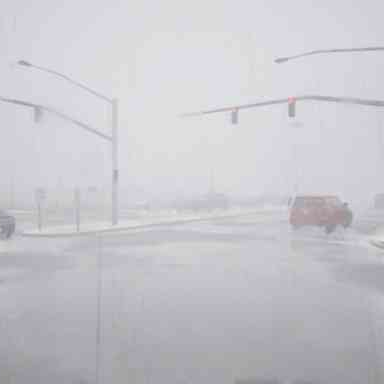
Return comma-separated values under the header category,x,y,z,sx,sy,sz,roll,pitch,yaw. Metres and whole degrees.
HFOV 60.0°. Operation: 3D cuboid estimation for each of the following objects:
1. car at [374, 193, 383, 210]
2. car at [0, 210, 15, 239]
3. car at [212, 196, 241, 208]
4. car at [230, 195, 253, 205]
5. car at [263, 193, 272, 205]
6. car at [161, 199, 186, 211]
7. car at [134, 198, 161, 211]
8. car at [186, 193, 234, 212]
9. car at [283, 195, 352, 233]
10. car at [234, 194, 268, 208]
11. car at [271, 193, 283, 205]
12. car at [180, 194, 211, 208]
category,x,y,z,sx,sy,sz,roll,pitch,yaw
car,24.630,1.200,42.243,2.150,2.045,5.566,0,0,36
car,-10.173,1.407,15.549,4.902,1.511,2.128,0,0,36
car,4.931,1.391,46.930,1.837,1.490,4.892,0,0,36
car,8.635,1.347,57.900,1.882,1.535,5.008,0,0,37
car,13.507,1.109,58.602,2.150,2.045,5.566,0,0,37
car,-1.216,1.449,38.510,1.994,1.385,4.181,0,0,36
car,-4.834,1.394,39.507,1.812,1.442,4.674,0,0,37
car,2.095,1.124,37.109,2.150,2.045,5.566,0,0,36
car,7.725,1.196,19.713,2.150,2.045,5.566,0,0,39
car,8.115,1.381,45.360,1.882,1.535,5.008,0,0,36
car,15.561,1.256,55.530,2.097,1.767,4.553,0,0,37
car,0.488,1.221,46.777,2.097,1.767,4.553,0,0,36
